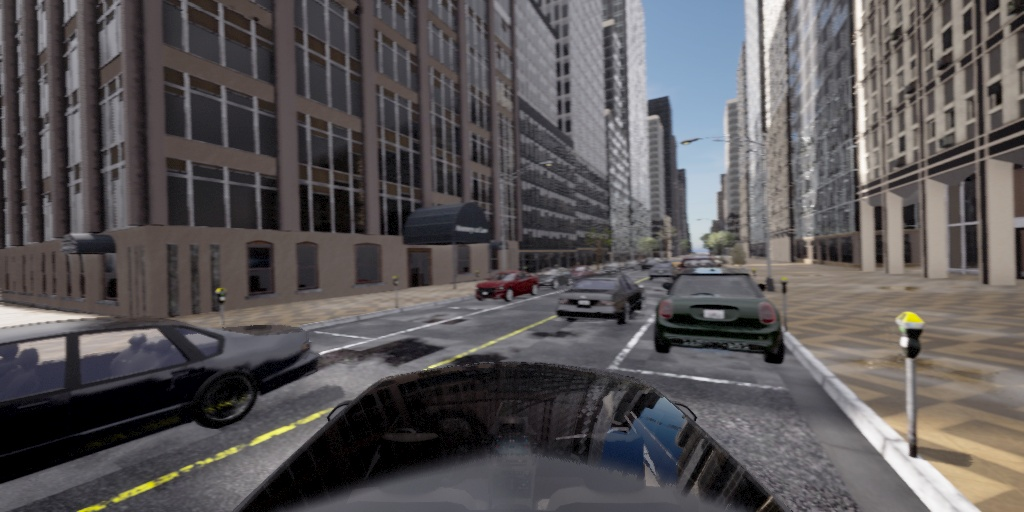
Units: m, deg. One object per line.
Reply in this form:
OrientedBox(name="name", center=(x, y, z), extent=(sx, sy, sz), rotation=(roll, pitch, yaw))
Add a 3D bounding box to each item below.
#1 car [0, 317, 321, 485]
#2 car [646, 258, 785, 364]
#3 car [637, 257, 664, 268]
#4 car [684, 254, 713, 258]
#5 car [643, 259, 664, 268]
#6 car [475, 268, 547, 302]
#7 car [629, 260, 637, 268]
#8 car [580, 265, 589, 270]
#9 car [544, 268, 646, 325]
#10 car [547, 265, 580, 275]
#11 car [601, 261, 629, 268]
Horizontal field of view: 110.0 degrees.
OrientedBox(name="car", center=(-4.914, 1.431, 3.675), extent=(2.033, 1.411, 5.357), rotation=(-2, 0, 28))
OrientedBox(name="car", center=(4.584, 1.034, 8.226), extent=(2.097, 1.767, 4.553), rotation=(-2, 0, 28))
OrientedBox(name="car", center=(17.382, 1.099, 44.896), extent=(1.882, 1.535, 5.008), rotation=(-2, -1, 28))
OrientedBox(name="car", center=(9.944, 0.939, 19.032), extent=(2.192, 1.841, 5.009), rotation=(0, 0, 28))
OrientedBox(name="car", center=(12.073, 1.184, 28.479), extent=(2.033, 1.411, 5.357), rotation=(-2, 0, 28))
OrientedBox(name="car", center=(-0.126, 1.410, 17.999), extent=(1.888, 1.381, 4.507), rotation=(0, 0, 28))
OrientedBox(name="car", center=(16.036, 1.223, 48.026), extent=(2.007, 1.370, 4.403), rotation=(0, 0, 28))
OrientedBox(name="car", center=(5.261, 1.383, 28.008), extent=(1.802, 1.307, 4.207), rotation=(0, 0, 28))
OrientedBox(name="car", center=(3.137, 1.290, 11.883), extent=(2.033, 1.411, 5.357), rotation=(-2, 0, 28))
OrientedBox(name="car", center=(2.567, 1.383, 23.004), extent=(2.007, 1.370, 4.403), rotation=(0, 0, 28))
OrientedBox(name="car", center=(10.649, 1.287, 38.018), extent=(2.007, 1.370, 4.403), rotation=(0, 0, 28))
